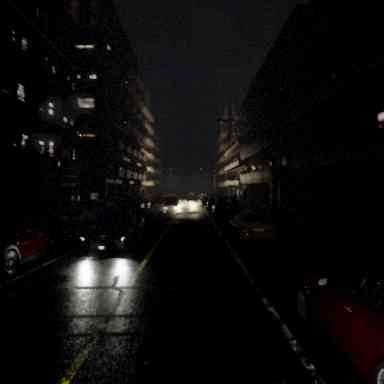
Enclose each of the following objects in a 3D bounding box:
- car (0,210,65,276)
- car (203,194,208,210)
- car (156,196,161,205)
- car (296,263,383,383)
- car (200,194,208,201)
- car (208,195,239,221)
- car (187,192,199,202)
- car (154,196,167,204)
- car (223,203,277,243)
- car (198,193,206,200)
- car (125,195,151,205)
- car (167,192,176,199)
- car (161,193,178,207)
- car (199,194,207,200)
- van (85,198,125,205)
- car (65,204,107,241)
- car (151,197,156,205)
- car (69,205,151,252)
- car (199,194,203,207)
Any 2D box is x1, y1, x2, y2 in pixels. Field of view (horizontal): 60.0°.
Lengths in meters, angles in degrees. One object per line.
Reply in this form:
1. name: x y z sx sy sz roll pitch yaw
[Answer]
1. car: -5.664 1.409 9.930 1.967 1.590 4.097 -1 0 0
2. car: 2.694 1.199 37.908 2.192 1.841 5.009 -1 0 0
3. car: -5.675 1.416 54.747 1.802 1.307 4.206 -1 0 0
4. car: 2.682 1.568 4.296 1.802 1.307 4.206 -1 0 0
5. car: 2.715 1.293 77.292 1.752 1.417 4.829 -1 0 0
6. car: 2.689 1.233 26.703 2.192 1.841 5.009 -1 0 0
7. car: 0.031 1.327 66.933 1.812 1.442 4.674 0 0 0
8. car: -5.672 1.400 60.349 1.802 1.307 4.206 -1 0 0
9. car: 2.687 1.477 15.670 1.752 1.417 4.829 -1 0 0
10. car: 2.719 1.176 88.326 1.967 1.590 4.097 -1 0 0
11. car: -5.679 1.216 32.338 2.192 1.841 5.009 -1 0 0
12. car: -5.660 1.035 93.960 2.192 1.841 5.009 -1 0 0
13. car: -3.058 1.329 49.008 1.882 1.535 5.008 0 0 0
14. car: 2.718 1.318 82.724 1.947 1.339 4.313 -1 0 0
15. van: -5.660 1.276 21.134 1.690 1.788 3.998 -1 0 0
16. car: -5.660 1.503 15.532 2.008 1.369 4.403 -1 0 0
17. car: -5.690 1.435 37.941 2.008 1.369 4.403 -1 0 0
18. car: -3.092 1.505 13.969 2.033 1.411 5.357 0 0 0
19. car: 2.383 1.329 48.743 1.882 1.535 5.008 0 0 0
